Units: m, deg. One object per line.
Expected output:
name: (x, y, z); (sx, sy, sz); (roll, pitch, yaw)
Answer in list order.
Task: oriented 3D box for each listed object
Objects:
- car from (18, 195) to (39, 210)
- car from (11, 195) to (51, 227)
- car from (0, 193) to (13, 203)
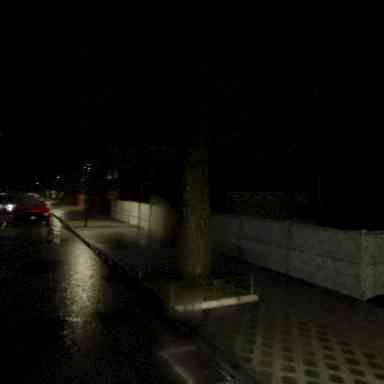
car: (-17.359, 1.070, 35.262); (1.812, 1.442, 4.674); (2, 0, -27)
car: (-9.899, 1.225, 20.643); (1.882, 1.535, 5.008); (2, 0, -27)
car: (-27.365, 0.860, 48.711); (1.895, 1.301, 4.718); (2, 0, -27)
